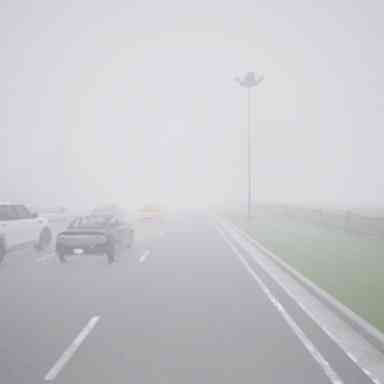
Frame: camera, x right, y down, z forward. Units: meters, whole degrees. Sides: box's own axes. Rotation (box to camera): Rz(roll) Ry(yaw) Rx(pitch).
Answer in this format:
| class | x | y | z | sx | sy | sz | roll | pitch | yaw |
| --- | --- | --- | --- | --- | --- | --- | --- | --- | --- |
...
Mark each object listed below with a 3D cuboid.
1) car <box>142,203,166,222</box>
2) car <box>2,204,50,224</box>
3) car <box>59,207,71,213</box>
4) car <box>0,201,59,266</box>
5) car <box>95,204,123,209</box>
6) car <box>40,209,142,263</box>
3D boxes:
| class | x | y | z | sx | sy | sz | roll | pitch | yaw |
| --- | --- | --- | --- | --- | --- | --- | --- | --- | --- |
| car | -3.415 | 1.726 | 29.277 | 1.882 | 1.535 | 5.008 | 0 | 0 | 0 |
| car | -13.918 | 1.804 | 28.199 | 1.994 | 1.385 | 4.181 | 0 | 0 | 0 |
| car | -10.422 | 1.823 | 26.052 | 1.895 | 1.301 | 4.718 | 0 | 0 | 0 |
| car | -6.917 | 1.319 | 11.548 | 2.150 | 2.045 | 5.566 | 0 | -1 | 0 |
| car | -6.919 | 1.727 | 27.698 | 2.128 | 1.511 | 4.902 | 0 | 0 | 0 |
| car | -3.418 | 1.598 | 12.464 | 2.128 | 1.511 | 4.902 | 0 | 0 | 0 |
